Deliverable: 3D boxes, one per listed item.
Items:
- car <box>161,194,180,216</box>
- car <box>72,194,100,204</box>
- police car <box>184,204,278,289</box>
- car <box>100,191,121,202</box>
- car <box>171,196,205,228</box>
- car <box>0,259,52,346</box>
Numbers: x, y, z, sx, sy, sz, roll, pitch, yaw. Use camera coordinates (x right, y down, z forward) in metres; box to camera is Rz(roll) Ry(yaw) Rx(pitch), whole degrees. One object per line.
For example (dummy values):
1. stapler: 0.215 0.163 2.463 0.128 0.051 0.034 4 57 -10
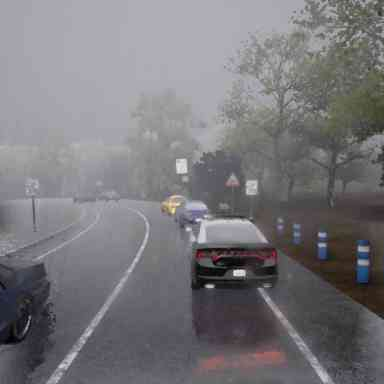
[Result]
1. car: -1.217 0.936 25.693 1.801 1.575 5.366 -2 2 -14
2. car: -14.252 0.892 43.975 1.895 1.301 4.718 -4 3 -35
3. police car: 0.866 1.369 9.187 1.930 1.638 5.238 0 1 -2
4. car: -11.735 0.608 46.443 2.033 1.411 5.357 -5 3 -35
5. car: 0.037 1.201 19.362 1.812 1.442 4.674 -1 2 -8
6. car: -3.398 1.540 3.655 2.033 1.411 5.357 0 0 -1
